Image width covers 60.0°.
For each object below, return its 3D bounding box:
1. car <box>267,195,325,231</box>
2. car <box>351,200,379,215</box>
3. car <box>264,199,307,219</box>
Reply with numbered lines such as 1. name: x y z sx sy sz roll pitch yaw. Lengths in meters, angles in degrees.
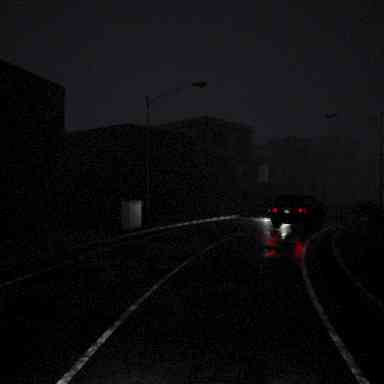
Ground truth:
1. car: 6.744 1.208 20.835 2.150 2.045 5.566 1 0 33
2. car: 18.383 1.546 35.029 1.882 1.535 5.008 2 1 42
3. car: 8.292 1.448 29.164 1.837 1.490 4.892 1 0 39
